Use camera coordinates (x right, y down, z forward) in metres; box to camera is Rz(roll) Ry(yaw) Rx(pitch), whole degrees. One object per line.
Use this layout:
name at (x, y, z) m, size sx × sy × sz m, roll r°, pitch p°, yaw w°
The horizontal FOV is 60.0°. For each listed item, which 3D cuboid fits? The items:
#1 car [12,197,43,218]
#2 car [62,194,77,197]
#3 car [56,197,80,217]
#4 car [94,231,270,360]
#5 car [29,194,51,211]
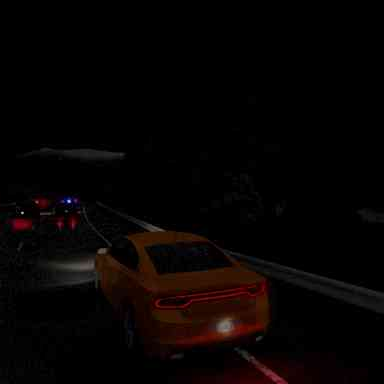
car at (-15.010, 1.505, 30.175) m, size 1.837 × 1.490 × 4.892 m, roll 0°, pitch 0°, yaw -19°
car at (-15.228, 1.221, 41.465) m, size 2.150 × 2.045 × 5.566 m, roll 0°, pitch 0°, yaw -18°
car at (-11.831, 1.492, 31.556) m, size 2.128 × 1.511 × 4.902 m, roll 0°, pitch 0°, yaw -19°
car at (-0.621, 1.478, 6.291) m, size 1.882 × 1.535 × 5.008 m, roll 0°, pitch 0°, yaw -24°
car at (-18.397, 1.221, 40.081) m, size 2.150 × 2.045 × 5.566 m, roll 0°, pitch 0°, yaw -19°
